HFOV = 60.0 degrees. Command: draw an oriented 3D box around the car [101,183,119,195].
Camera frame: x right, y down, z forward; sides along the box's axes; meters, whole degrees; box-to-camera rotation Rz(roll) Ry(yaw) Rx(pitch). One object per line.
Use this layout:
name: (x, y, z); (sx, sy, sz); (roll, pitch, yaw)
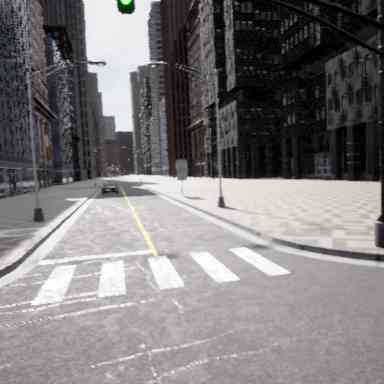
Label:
car: (-9.402, -0.404, 38.170); (1.895, 1.301, 4.718); (-4, 4, -13)
